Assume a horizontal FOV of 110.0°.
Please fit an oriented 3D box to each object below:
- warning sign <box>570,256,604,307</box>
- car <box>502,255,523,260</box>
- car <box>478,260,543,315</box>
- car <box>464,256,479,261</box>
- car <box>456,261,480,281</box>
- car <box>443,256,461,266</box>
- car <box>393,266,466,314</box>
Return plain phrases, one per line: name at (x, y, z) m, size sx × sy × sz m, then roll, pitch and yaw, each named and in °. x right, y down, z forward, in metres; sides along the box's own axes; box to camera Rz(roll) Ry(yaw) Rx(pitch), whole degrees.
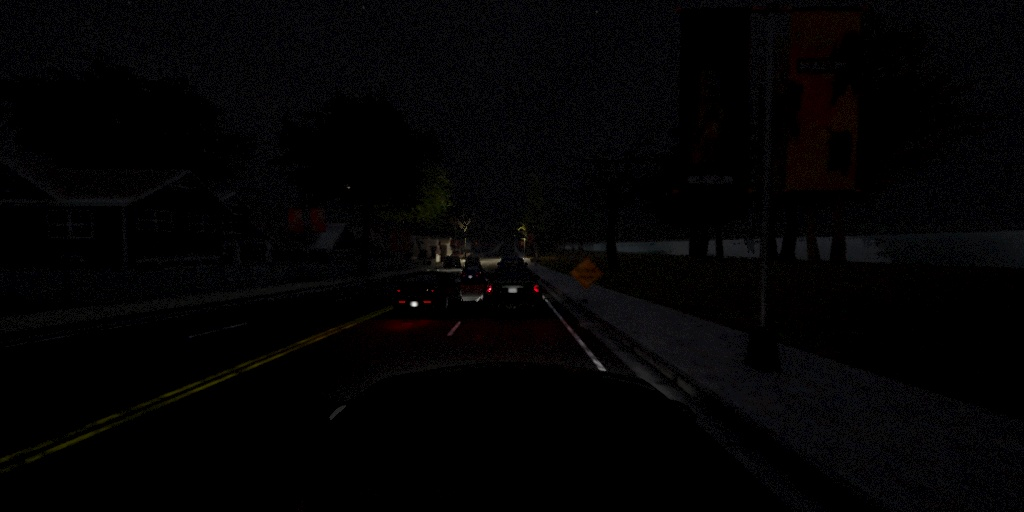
warning sign at (2.846, 0.942, 13.946) m, size 1.300 × 1.860 × 1.060 m, roll 0°, pitch 0°, yaw 0°
car at (0.032, 1.124, 28.159) m, size 2.150 × 2.045 × 5.566 m, roll 0°, pitch 0°, yaw 0°
car at (0.042, 1.178, 14.086) m, size 2.097 × 1.767 × 4.553 m, roll 0°, pitch 0°, yaw 0°
car at (-6.566, 1.089, 59.244) m, size 2.150 × 2.045 × 5.566 m, roll 0°, pitch 0°, yaw 1°
car at (-3.204, 1.435, 29.946) m, size 1.812 × 1.442 × 4.674 m, roll 0°, pitch 0°, yaw 0°
car at (-9.813, 1.089, 59.225) m, size 2.150 × 2.045 × 5.566 m, roll 0°, pitch 0°, yaw 1°
car at (-3.206, 1.334, 14.251) m, size 1.837 × 1.490 × 4.892 m, roll 0°, pitch 0°, yaw 0°
